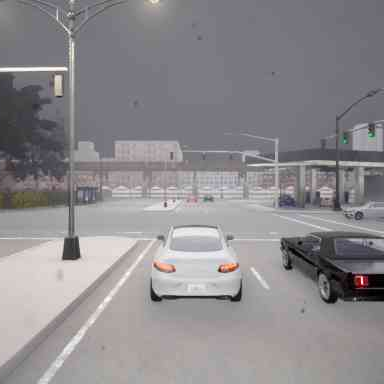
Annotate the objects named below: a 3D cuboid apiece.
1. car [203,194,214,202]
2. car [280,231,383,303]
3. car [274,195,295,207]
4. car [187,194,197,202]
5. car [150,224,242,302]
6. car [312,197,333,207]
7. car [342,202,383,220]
[{"bbox_3d":[3.528,1.257,72.331,2.097,1.767,4.553,0,0,0],"label":"car"},{"bbox_3d":[3.591,1.599,8.128,1.895,1.301,4.718,0,0,0],"label":"car"},{"bbox_3d":[13.230,1.262,47.682,2.242,1.667,4.611,0,0,0],"label":"car"},{"bbox_3d":[0.028,1.250,72.332,2.097,1.767,4.553,0,0,0],"label":"car"},{"bbox_3d":[0.085,1.517,8.145,1.812,1.442,4.674,0,0,0],"label":"car"},{"bbox_3d":[18.975,1.434,48.443,1.970,1.475,3.806,0,0,0],"label":"car"},{"bbox_3d":[14.899,1.523,27.498,4.674,1.442,1.812,0,0,-1],"label":"car"}]
